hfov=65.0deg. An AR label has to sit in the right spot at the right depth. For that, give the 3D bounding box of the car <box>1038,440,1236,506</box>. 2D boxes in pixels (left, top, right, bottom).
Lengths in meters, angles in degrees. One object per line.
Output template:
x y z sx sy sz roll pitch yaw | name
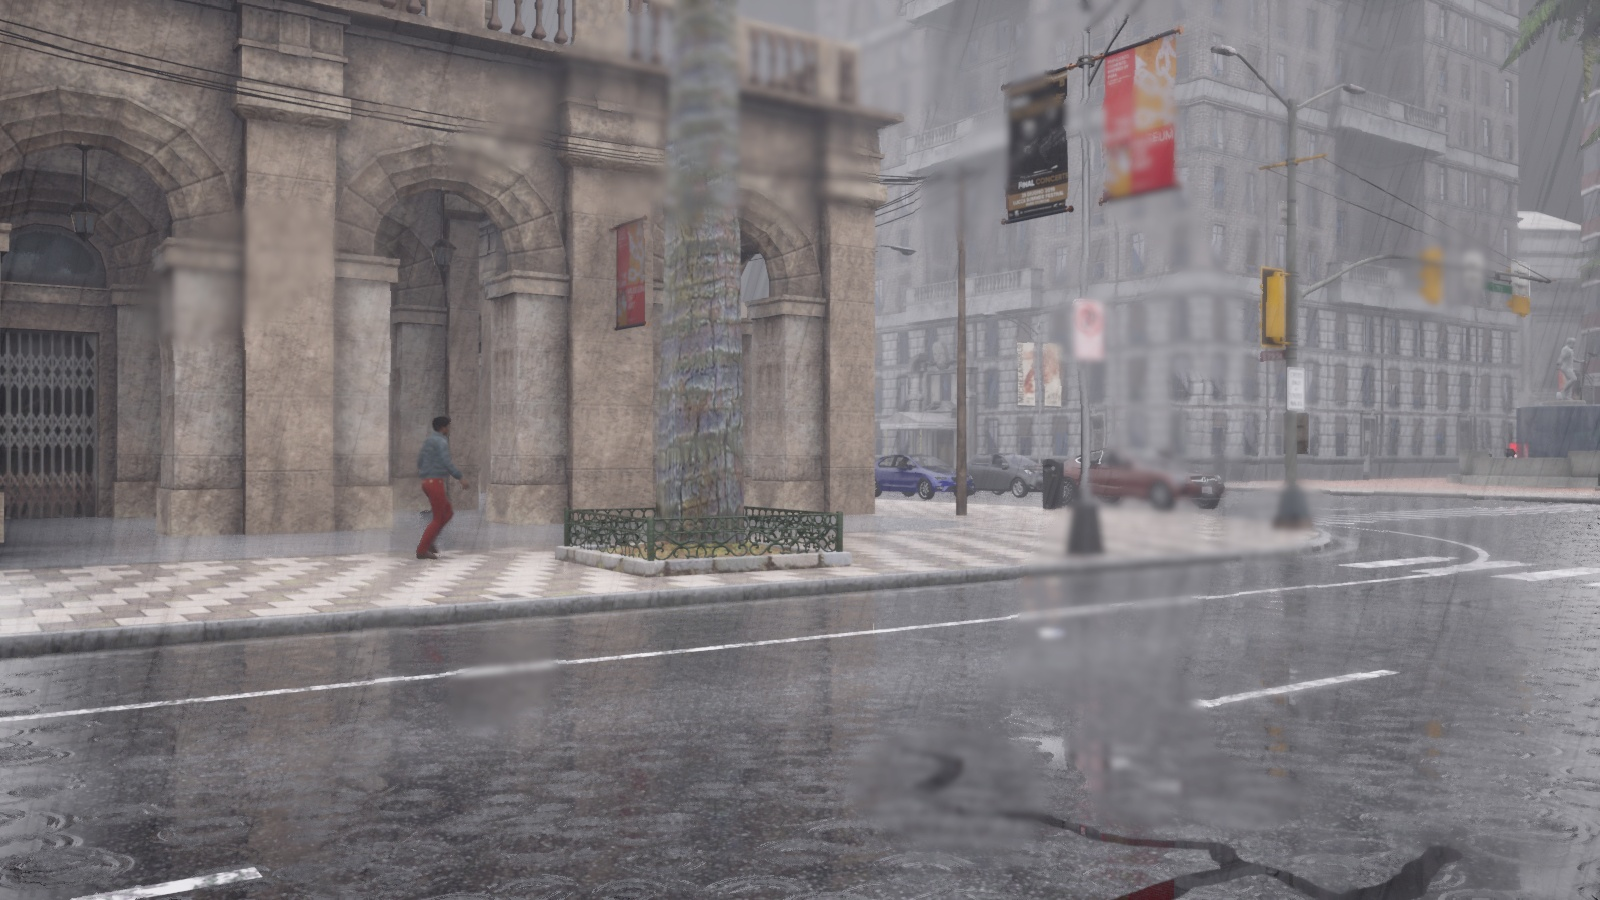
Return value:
9.144 0.588 34.468 2.152 1.651 5.027 0 0 -35 | car

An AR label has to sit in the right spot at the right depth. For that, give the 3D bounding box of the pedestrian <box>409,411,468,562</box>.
-4.515 0.449 15.695 0.614 1.847 0.353 0 0 -38 | pedestrian

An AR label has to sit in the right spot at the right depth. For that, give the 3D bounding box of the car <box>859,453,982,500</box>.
3.948 0.852 41.834 1.816 1.474 4.193 0 0 -34 | car

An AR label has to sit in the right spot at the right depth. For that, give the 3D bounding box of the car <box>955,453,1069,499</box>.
7.234 0.849 43.140 1.845 1.501 3.633 0 0 -35 | car
